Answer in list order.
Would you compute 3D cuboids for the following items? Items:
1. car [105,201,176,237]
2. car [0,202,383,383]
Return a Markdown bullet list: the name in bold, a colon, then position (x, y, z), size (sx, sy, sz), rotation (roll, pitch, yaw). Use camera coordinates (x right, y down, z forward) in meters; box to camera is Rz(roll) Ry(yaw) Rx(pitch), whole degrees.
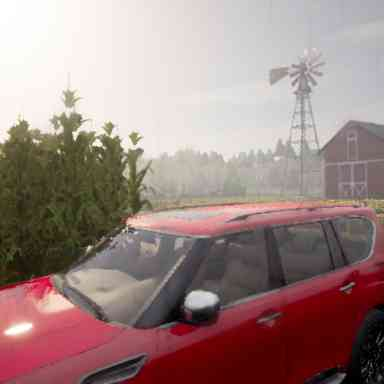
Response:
- **car**: position (-2.992, 1.340, 18.341), size (2.128, 1.511, 4.902), rotation (-1, 1, -32)
- **car**: position (0.107, 1.192, 3.527), size (5.566, 2.045, 2.150), rotation (-1, 1, -35)
